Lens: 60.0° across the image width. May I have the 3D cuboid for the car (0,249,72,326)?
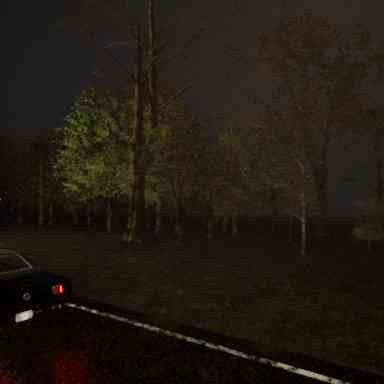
[{"bbox_3d":[-4.732,1.910,7.099,4.718,1.301,1.895,-1,-1,35],"label":"car"}]
